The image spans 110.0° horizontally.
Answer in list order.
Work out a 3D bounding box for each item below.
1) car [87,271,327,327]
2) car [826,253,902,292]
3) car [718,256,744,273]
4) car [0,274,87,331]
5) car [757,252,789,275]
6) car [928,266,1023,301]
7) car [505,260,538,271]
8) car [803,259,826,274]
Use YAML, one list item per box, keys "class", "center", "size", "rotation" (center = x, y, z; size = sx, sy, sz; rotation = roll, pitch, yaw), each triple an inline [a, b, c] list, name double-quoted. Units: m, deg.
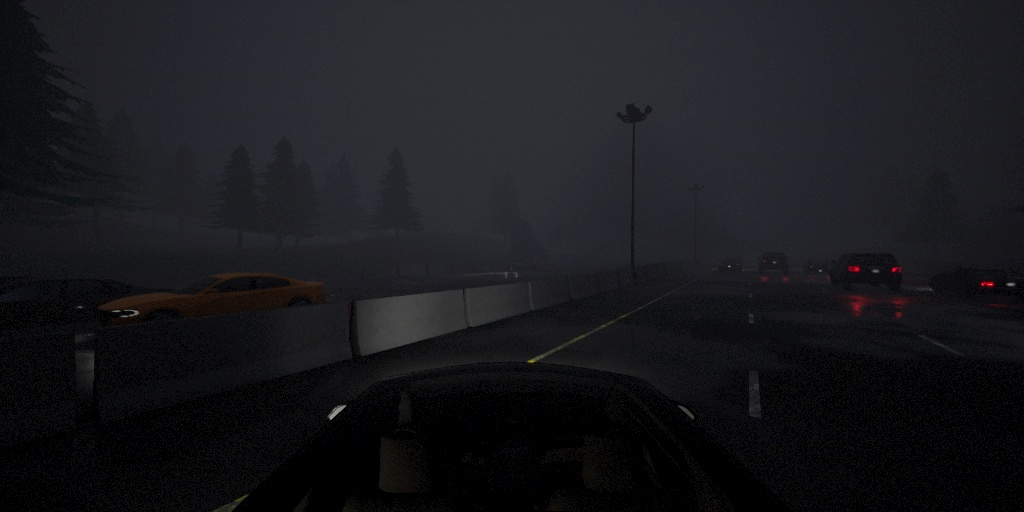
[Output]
- class: "car"
  center: [-7.987, 1.221, 10.190]
  size: [1.882, 1.535, 5.008]
  rotation: [0, 0, 33]
- class: "car"
  center: [20.046, 0.836, 20.526]
  size: [2.150, 2.045, 5.566]
  rotation: [0, 1, 33]
- class: "car"
  center: [22.421, 0.956, 36.829]
  size: [1.994, 1.385, 4.181]
  rotation: [0, 1, 34]
- class: "car"
  center: [-12.488, 1.288, 9.727]
  size: [2.033, 1.411, 5.357]
  rotation: [0, 0, 33]
- class: "car"
  center: [24.964, 0.628, 34.326]
  size: [2.150, 2.045, 5.566]
  rotation: [0, 1, 33]
- class: "car"
  center: [21.712, 1.190, 16.698]
  size: [2.033, 1.411, 5.357]
  rotation: [0, 1, 33]
- class: "car"
  center: [1.161, 1.096, 42.923]
  size: [1.895, 1.301, 4.718]
  rotation: [0, 1, 33]
- class: "car"
  center: [28.941, 0.976, 34.003]
  size: [1.895, 1.301, 4.718]
  rotation: [0, 1, 35]
